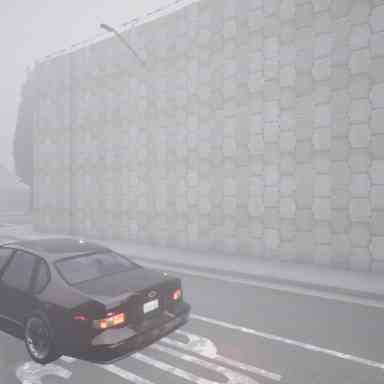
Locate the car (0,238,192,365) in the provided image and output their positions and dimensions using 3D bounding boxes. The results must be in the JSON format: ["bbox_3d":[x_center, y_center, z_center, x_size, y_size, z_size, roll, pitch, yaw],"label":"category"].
[{"bbox_3d":[-2.592,1.547,5.825,5.357,1.411,2.033,0,0,35],"label":"car"}]
